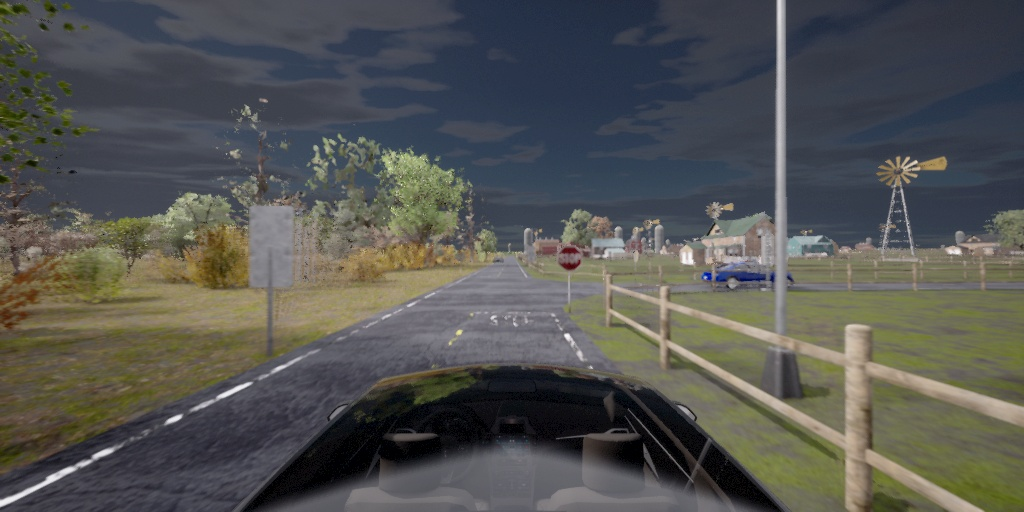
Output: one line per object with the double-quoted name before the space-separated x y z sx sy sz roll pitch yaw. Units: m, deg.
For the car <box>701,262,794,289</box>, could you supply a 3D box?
"car" 14.076 1.131 21.551 5.008 1.535 1.882 0 0 -1
